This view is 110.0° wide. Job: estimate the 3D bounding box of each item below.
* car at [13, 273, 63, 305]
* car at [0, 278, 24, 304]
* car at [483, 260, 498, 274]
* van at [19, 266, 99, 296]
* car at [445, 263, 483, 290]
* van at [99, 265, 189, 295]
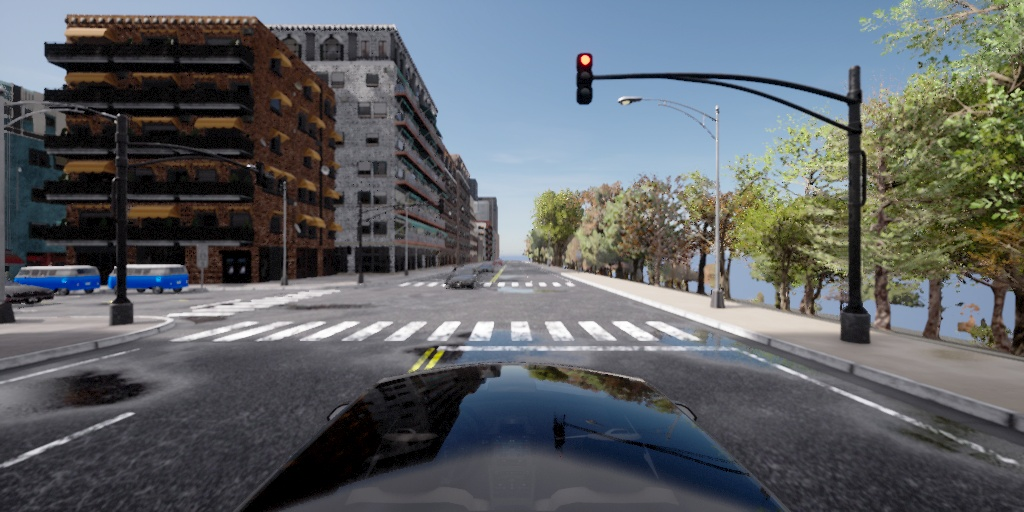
[{"bbox_3d":[-24.921,1.683,16.625,5.357,1.411,2.033,-1,0,-1],"label":"car"},{"bbox_3d":[-22.632,1.685,14.099,4.207,1.307,1.802,0,0,-1],"label":"car"},{"bbox_3d":[-3.251,1.582,45.700,1.994,1.385,4.181,0,0,0],"label":"car"},{"bbox_3d":[-28.321,1.527,22.368,3.998,1.789,1.690,0,0,-1],"label":"van"},{"bbox_3d":[-3.255,1.466,24.177,1.837,1.490,4.892,0,1,0],"label":"car"},{"bbox_3d":[-22.719,1.453,22.446,3.998,1.789,1.690,0,0,-1],"label":"van"}]
